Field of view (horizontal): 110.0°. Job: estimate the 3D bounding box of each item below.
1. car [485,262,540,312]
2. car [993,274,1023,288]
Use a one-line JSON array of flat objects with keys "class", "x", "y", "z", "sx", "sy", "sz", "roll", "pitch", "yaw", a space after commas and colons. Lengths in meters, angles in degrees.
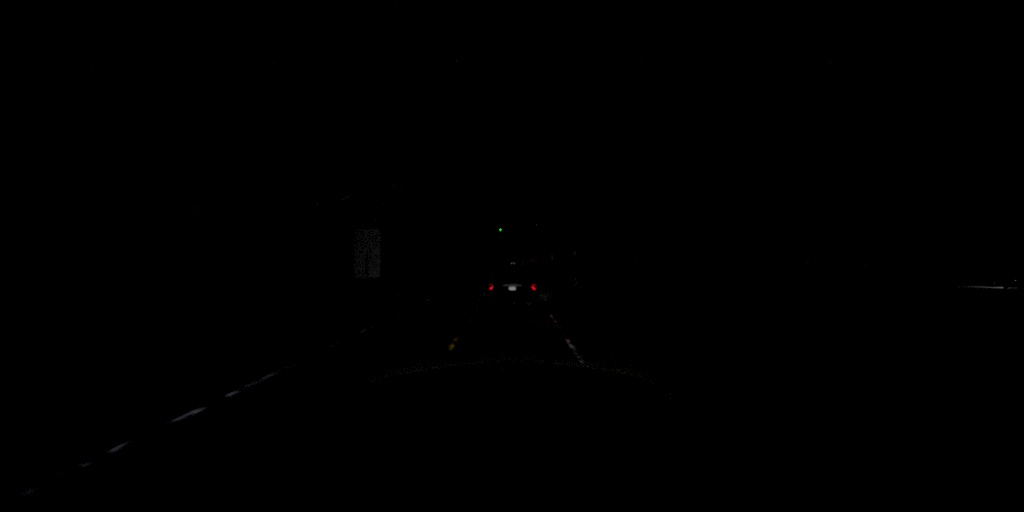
[{"class": "car", "x": 0.084, "y": 1.245, "z": 15.304, "sx": 2.097, "sy": 1.767, "sz": 4.553, "roll": 0, "pitch": -1, "yaw": 2}, {"class": "car", "x": 50.136, "y": 2.402, "z": 35.069, "sx": 4.181, "sy": 1.385, "sz": 1.994, "roll": 1, "pitch": -2, "yaw": 1}]
